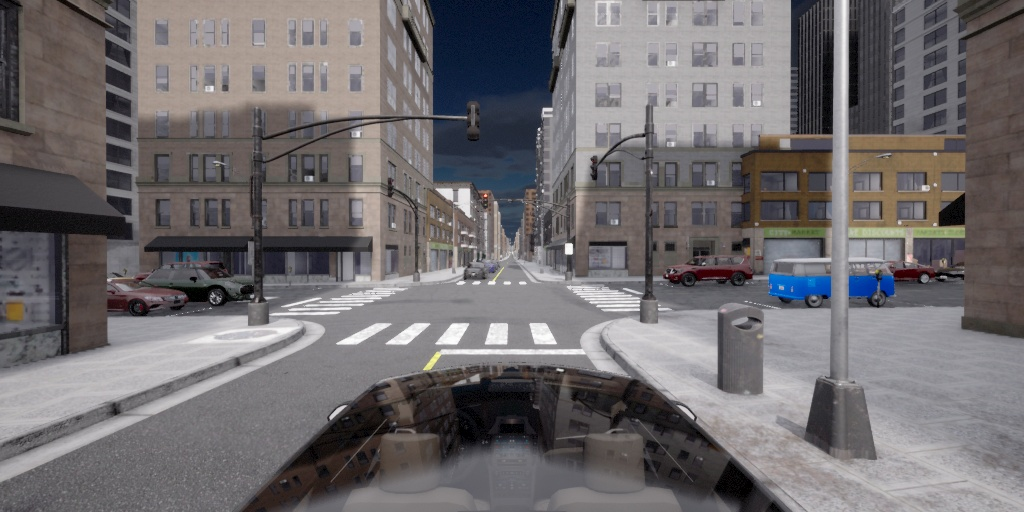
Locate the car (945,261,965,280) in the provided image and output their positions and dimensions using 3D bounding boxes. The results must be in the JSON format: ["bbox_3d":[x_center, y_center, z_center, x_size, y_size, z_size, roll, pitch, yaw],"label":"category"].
[{"bbox_3d":[28.935,0.916,22.234,4.313,1.339,1.948,0,0,0],"label":"car"}]

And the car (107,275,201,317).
[{"bbox_3d":[-14.811,1.528,13.625,4.207,1.307,1.802,0,0,0],"label":"car"}]

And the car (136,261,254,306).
[{"bbox_3d":[-14.001,1.269,16.267,4.553,1.767,2.097,-1,0,0],"label":"car"}]

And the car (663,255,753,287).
[{"bbox_3d":[12.108,0.872,22.201,5.009,1.841,2.192,0,0,0],"label":"car"}]

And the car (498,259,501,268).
[{"bbox_3d":[-3.056,1.283,53.520,1.837,1.490,4.892,0,0,0],"label":"car"}]

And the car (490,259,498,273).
[{"bbox_3d":[-3.066,1.114,42.484,2.097,1.767,4.553,0,0,0],"label":"car"}]

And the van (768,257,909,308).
[{"bbox_3d":[12.125,0.957,13.676,3.998,1.789,1.690,0,0,0],"label":"van"}]

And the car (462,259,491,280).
[{"bbox_3d":[-3.078,1.260,30.904,1.837,1.490,4.892,0,-1,0],"label":"car"}]

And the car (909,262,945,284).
[{"bbox_3d":[23.326,0.965,22.223,4.507,1.381,1.888,0,0,0],"label":"car"}]

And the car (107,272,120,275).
[{"bbox_3d":[-26.007,1.552,22.129,4.829,1.417,1.751,0,0,0],"label":"car"}]
